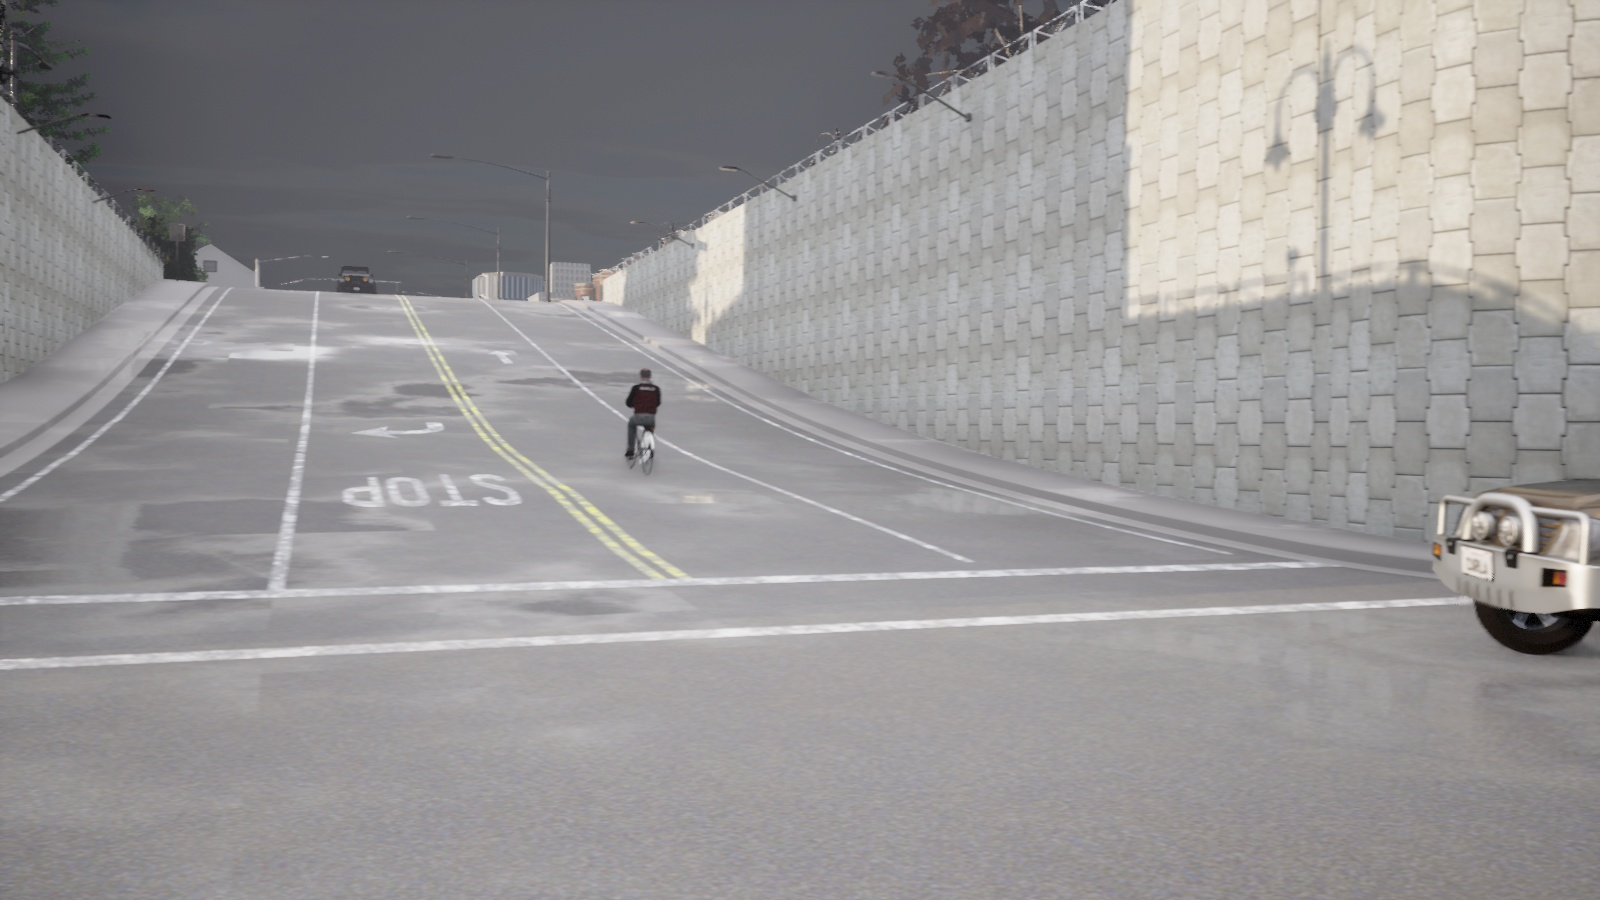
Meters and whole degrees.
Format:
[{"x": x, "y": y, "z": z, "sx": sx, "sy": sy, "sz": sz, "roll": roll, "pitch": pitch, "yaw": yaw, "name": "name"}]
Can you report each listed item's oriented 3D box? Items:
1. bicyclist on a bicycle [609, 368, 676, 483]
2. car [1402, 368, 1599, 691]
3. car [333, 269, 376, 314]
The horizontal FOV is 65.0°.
[{"x": -2.663, "y": -0.441, "z": 21.054, "sx": 0.659, "sy": 1.776, "sz": 1.843, "roll": 0, "pitch": 5, "yaw": -21, "name": "bicyclist on a bicycle"}, {"x": 6.633, "y": 0.410, "z": 8.056, "sx": 4.605, "sy": 1.855, "sz": 1.932, "roll": -1, "pitch": 2, "yaw": 3, "name": "car"}, {"x": -22.278, "y": -7.892, "z": 62.728, "sx": 1.905, "sy": 1.878, "sz": 3.866, "roll": -2, "pitch": 2, "yaw": -21, "name": "car"}]
